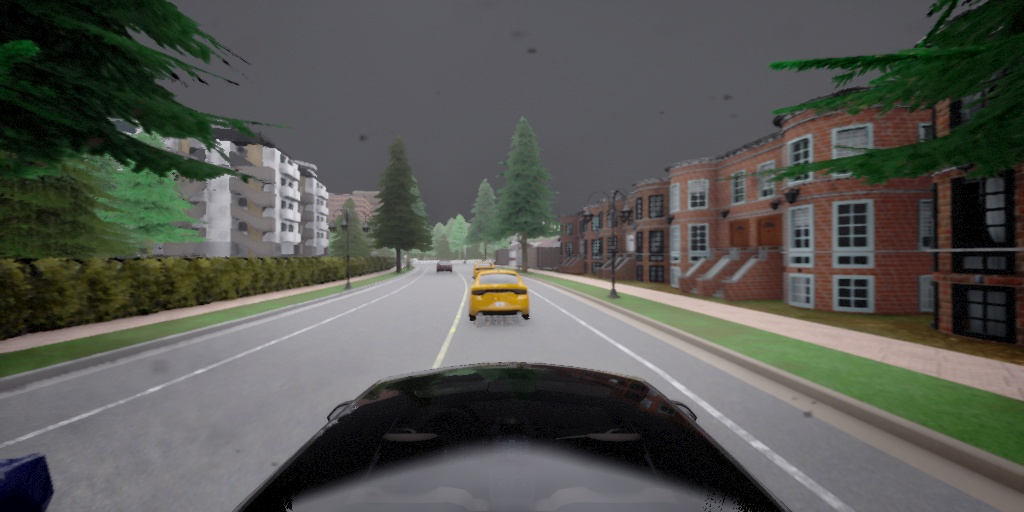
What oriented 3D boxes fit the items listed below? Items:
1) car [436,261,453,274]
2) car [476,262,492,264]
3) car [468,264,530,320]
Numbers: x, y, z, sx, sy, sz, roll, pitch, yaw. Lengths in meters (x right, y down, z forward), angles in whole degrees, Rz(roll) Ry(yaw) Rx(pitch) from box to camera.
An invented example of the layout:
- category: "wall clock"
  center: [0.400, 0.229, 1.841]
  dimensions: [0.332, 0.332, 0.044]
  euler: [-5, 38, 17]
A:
- category: "car"
  center: [-8.174, 1.298, 43.507]
  dimensions: [1.882, 1.535, 5.008]
  euler: [0, 0, -10]
- category: "car"
  center: [-2.427, 1.251, 31.128]
  dimensions: [1.882, 1.535, 5.008]
  euler: [0, 0, -8]
- category: "car"
  center: [-0.495, 1.233, 12.754]
  dimensions: [1.882, 1.535, 5.008]
  euler: [0, 0, -3]
